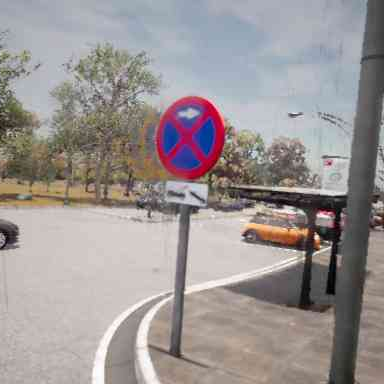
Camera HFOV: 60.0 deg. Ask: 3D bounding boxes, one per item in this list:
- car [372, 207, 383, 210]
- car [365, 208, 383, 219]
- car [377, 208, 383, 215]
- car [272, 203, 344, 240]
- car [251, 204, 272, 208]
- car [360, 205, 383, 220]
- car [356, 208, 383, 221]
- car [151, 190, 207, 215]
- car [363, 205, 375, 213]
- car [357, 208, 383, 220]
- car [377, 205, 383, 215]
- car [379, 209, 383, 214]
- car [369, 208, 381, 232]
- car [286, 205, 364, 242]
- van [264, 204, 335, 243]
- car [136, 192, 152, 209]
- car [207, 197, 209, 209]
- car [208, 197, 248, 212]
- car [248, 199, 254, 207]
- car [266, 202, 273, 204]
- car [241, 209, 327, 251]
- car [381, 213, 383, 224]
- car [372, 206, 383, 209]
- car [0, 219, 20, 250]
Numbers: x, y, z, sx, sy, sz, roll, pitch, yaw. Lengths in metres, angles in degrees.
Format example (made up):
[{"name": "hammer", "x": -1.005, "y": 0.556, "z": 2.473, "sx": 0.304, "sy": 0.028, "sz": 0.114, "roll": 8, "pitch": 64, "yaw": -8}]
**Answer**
[{"name": "car", "x": 22.915, "y": 3.239, "z": 44.596, "sx": 4.553, "sy": 1.767, "sz": 2.185, "roll": 7, "pitch": 2, "yaw": 15}, {"name": "car", "x": 35.067, "y": 4.119, "z": 61.700, "sx": 4.792, "sy": 1.488, "sz": 2.163, "roll": 7, "pitch": 2, "yaw": 15}, {"name": "car", "x": 45.558, "y": 4.768, "z": 76.364, "sx": 4.792, "sy": 1.488, "sz": 2.163, "roll": 7, "pitch": 2, "yaw": 15}, {"name": "car", "x": 8.965, "y": 2.393, "z": 25.043, "sx": 5.566, "sy": 2.045, "sz": 2.435, "roll": 7, "pitch": 3, "yaw": 16}, {"name": "car", "x": 7.878, "y": 2.320, "z": 32.185, "sx": 1.882, "sy": 1.535, "sz": 5.008, "roll": 7, "pitch": 2, "yaw": 36}, {"name": "car", "x": 33.359, "y": 3.731, "z": 59.244, "sx": 5.566, "sy": 2.045, "sz": 2.435, "roll": 7, "pitch": 2, "yaw": 15}, {"name": "car", "x": 30.064, "y": 3.786, "z": 54.318, "sx": 5.366, "sy": 1.575, "sz": 1.946, "roll": 7, "pitch": 2, "yaw": 15}, {"name": "car", "x": -1.263, "y": 1.142, "z": 34.493, "sx": 2.150, "sy": 2.045, "sz": 5.566, "roll": 7, "pitch": 2, "yaw": 35}, {"name": "car", "x": 44.556, "y": 4.299, "z": 83.681, "sx": 2.097, "sy": 1.767, "sz": 4.553, "roll": 7, "pitch": 2, "yaw": 35}, {"name": "car", "x": 31.444, "y": 3.850, "z": 56.853, "sx": 5.366, "sy": 1.575, "sz": 1.946, "roll": 7, "pitch": 2, "yaw": 15}, {"name": "car", "x": 47.324, "y": 4.583, "z": 78.797, "sx": 5.566, "sy": 2.045, "sz": 2.435, "roll": 7, "pitch": 2, "yaw": 15}, {"name": "car", "x": 21.235, "y": 3.153, "z": 42.128, "sx": 4.553, "sy": 1.767, "sz": 2.185, "roll": 7, "pitch": 2, "yaw": 15}, {"name": "car", "x": 16.026, "y": 2.756, "z": 34.801, "sx": 5.566, "sy": 2.045, "sz": 2.435, "roll": 7, "pitch": 2, "yaw": 15}, {"name": "car", "x": 10.782, "y": 2.489, "z": 27.474, "sx": 5.566, "sy": 2.045, "sz": 2.435, "roll": 7, "pitch": 2, "yaw": 16}, {"name": "van", "x": 7.111, "y": 2.318, "z": 22.637, "sx": 4.442, "sy": 1.987, "sz": 1.878, "roll": 7, "pitch": 3, "yaw": 16}, {"name": "car", "x": -3.532, "y": 0.873, "z": 36.449, "sx": 2.150, "sy": 2.045, "sz": 5.566, "roll": 7, "pitch": 2, "yaw": 36}, {"name": "car", "x": 2.197, "y": 1.422, "z": 44.465, "sx": 1.882, "sy": 1.535, "sz": 5.008, "roll": 7, "pitch": 2, "yaw": 35}, {"name": "car", "x": 4.701, "y": 1.773, "z": 42.849, "sx": 2.033, "sy": 1.411, "sz": 5.357, "roll": 7, "pitch": 2, "yaw": 36}, {"name": "car", "x": 8.199, "y": 1.735, "z": 52.874, "sx": 1.882, "sy": 1.535, "sz": 5.008, "roll": 7, "pitch": 2, "yaw": 36}, {"name": "car", "x": 13.752, "y": 2.199, "z": 55.501, "sx": 2.128, "sy": 1.511, "sz": 4.902, "roll": 7, "pitch": 2, "yaw": 36}, {"name": "car", "x": 5.397, "y": 2.334, "z": 20.199, "sx": 4.553, "sy": 1.767, "sz": 2.185, "roll": 7, "pitch": 2, "yaw": 16}, {"name": "car", "x": 19.457, "y": 3.184, "z": 39.696, "sx": 4.892, "sy": 1.521, "sz": 2.231, "roll": 7, "pitch": 2, "yaw": 15}, {"name": "car", "x": 26.465, "y": 3.316, "z": 49.468, "sx": 5.566, "sy": 2.045, "sz": 2.435, "roll": 7, "pitch": 2, "yaw": 15}, {"name": "car", "x": -8.142, "y": 1.090, "z": 10.682, "sx": 1.837, "sy": 1.490, "sz": 4.892, "roll": 5, "pitch": -1, "yaw": 38}]
